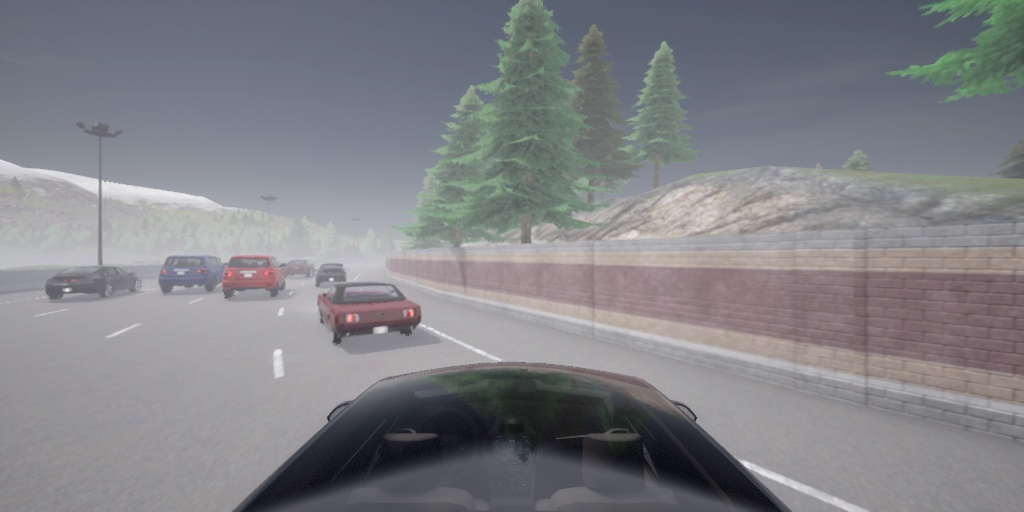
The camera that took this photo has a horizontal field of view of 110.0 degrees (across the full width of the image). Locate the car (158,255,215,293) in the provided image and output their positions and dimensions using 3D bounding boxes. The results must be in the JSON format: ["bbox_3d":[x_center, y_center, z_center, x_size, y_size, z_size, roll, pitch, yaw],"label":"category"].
[{"bbox_3d":[-18.364,0.971,21.046,2.150,2.045,5.566,0,0,-26],"label":"car"}]

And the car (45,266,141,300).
[{"bbox_3d":[-20.818,1.253,18.065,1.837,1.490,4.892,0,0,-27],"label":"car"}]

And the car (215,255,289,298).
[{"bbox_3d":[-13.405,0.973,18.884,2.150,2.045,5.566,0,0,-28],"label":"car"}]

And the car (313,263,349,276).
[{"bbox_3d":[-12.669,1.255,25.305,1.837,1.490,4.892,0,0,-25],"label":"car"}]

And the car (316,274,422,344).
[{"bbox_3d":[-4.108,1.351,9.806,1.895,1.301,4.718,0,0,-33],"label":"car"}]

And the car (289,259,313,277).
[{"bbox_3d":[-20.227,1.102,34.382,2.097,1.767,4.553,0,0,-21],"label":"car"}]
